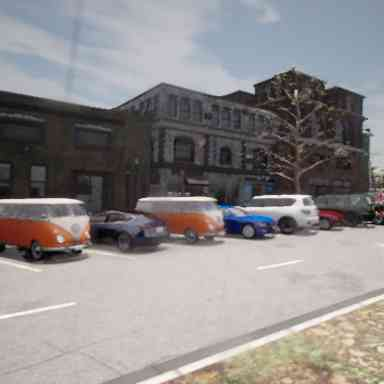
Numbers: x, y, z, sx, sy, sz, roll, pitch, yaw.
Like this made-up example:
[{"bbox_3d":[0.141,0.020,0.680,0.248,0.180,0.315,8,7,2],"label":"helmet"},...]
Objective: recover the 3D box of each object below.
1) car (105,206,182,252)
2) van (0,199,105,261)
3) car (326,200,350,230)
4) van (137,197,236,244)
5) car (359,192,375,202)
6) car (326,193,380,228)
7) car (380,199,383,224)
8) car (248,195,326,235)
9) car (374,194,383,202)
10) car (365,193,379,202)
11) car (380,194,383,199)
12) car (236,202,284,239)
[{"bbox_3d":[-3.111,1.491,13.786,4.792,1.488,2.163,-1,-1,35],"label":"car"},{"bbox_3d":[-5.452,1.233,11.977,4.442,1.987,1.878,-1,-1,35],"label":"van"},{"bbox_3d":[6.766,1.461,20.678,5.008,1.535,2.097,-1,-1,35],"label":"car"},{"bbox_3d":[-0.523,1.234,15.441,4.442,1.987,1.878,-1,-1,35],"label":"van"},{"bbox_3d":[35.229,1.003,66.862,2.185,1.767,4.553,0,-1,36],"label":"car"},{"bbox_3d":[9.201,1.211,22.412,5.566,2.045,2.435,-1,-1,35],"label":"car"},{"bbox_3d":[11.717,1.491,24.107,4.792,1.488,2.163,-1,-1,35],"label":"car"},{"bbox_3d":[4.279,1.211,18.966,5.566,2.045,2.435,-1,-1,35],"label":"car"},{"bbox_3d":[36.908,1.130,64.435,2.231,1.521,4.892,0,-1,36],"label":"car"},{"bbox_3d":[44.855,1.390,82.855,2.435,2.045,5.566,1,-2,36],"label":"car"},{"bbox_3d":[14.178,1.210,25.837,5.566,2.045,2.435,-1,-1,35],"label":"car"},{"bbox_3d":[1.843,1.461,17.230,5.008,1.535,2.097,-1,-1,35],"label":"car"}]
